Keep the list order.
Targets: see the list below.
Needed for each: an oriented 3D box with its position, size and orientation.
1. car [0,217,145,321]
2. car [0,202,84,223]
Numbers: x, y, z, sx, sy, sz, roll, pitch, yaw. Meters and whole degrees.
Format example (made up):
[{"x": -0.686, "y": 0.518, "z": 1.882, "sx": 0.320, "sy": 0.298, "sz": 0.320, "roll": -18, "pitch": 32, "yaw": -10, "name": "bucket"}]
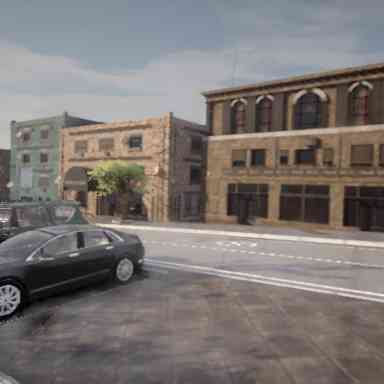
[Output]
[{"x": -3.209, "y": 1.547, "z": 7.686, "sx": 2.231, "sy": 1.521, "sz": 4.892, "roll": -1, "pitch": 0, "yaw": 35, "name": "car"}, {"x": -5.513, "y": 1.328, "z": 9.284, "sx": 2.435, "sy": 2.045, "sz": 5.566, "roll": -1, "pitch": -1, "yaw": 35, "name": "car"}]
